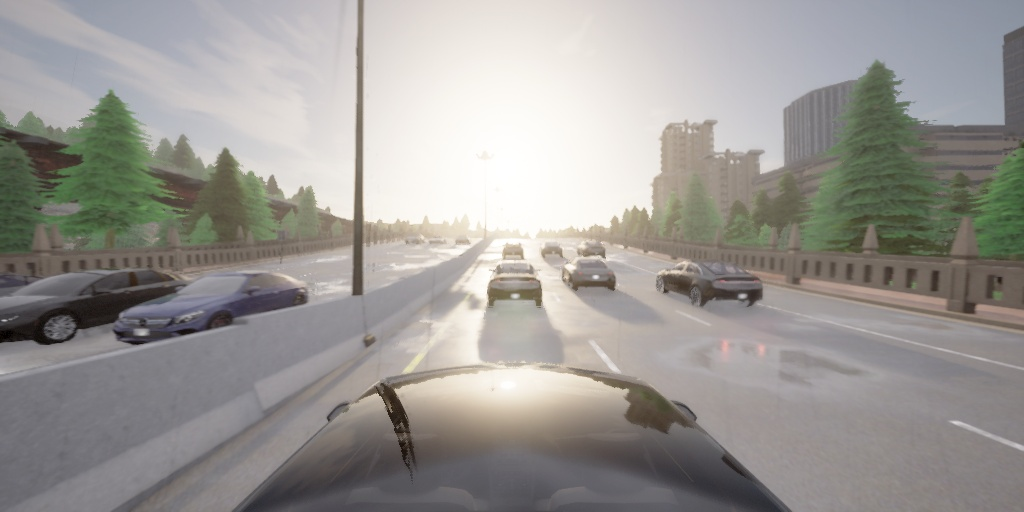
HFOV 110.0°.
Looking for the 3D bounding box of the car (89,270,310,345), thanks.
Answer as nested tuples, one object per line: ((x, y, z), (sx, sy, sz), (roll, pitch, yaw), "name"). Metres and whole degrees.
((-7.099, 1.117, 9.190), (1.812, 1.442, 4.674), (0, 2, 0), "car")

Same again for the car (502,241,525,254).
((0.111, -0.632, 32.382), (2.128, 1.511, 4.902), (0, 5, 0), "car")

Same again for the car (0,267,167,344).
((-10.598, 1.099, 9.154), (1.837, 1.490, 4.892), (0, 2, 0), "car")

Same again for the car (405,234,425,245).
((-14.038, -2.468, 51.932), (2.128, 1.511, 4.902), (0, 5, 0), "car")

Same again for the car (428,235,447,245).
((-10.545, -2.278, 51.090), (1.895, 1.301, 4.718), (0, 5, 0), "car")

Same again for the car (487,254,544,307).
((0.101, 0.901, 13.484), (2.128, 1.511, 4.902), (0, 3, 0), "car")

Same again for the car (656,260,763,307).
((7.101, 0.905, 13.449), (2.128, 1.511, 4.902), (0, 3, 0), "car")

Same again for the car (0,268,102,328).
((-14.098, 1.148, 9.346), (1.994, 1.385, 4.181), (0, 2, 0), "car")

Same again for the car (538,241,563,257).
((3.612, -0.697, 33.444), (1.812, 1.442, 4.674), (0, 5, 0), "car")

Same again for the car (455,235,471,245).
((-7.044, -2.393, 51.943), (1.994, 1.385, 4.181), (0, 5, 0), "car")

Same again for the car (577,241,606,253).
((7.111, -0.631, 32.395), (2.128, 1.511, 4.902), (0, 5, 0), "car")

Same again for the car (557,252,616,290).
((3.604, 0.744, 17.415), (1.994, 1.385, 4.181), (0, 4, 0), "car")
